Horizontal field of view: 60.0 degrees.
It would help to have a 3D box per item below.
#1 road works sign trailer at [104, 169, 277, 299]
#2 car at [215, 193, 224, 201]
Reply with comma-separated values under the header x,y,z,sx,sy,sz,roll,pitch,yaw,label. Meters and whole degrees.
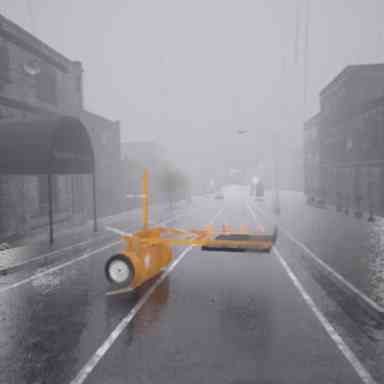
x,y,z,sx,sy,sz,roll,pitch,yaw,label
0.113,0.869,7.740,3.560,2.880,2.380,0,0,16,road works sign trailer
5.658,0.978,67.817,2.033,1.411,5.357,0,1,8,car
